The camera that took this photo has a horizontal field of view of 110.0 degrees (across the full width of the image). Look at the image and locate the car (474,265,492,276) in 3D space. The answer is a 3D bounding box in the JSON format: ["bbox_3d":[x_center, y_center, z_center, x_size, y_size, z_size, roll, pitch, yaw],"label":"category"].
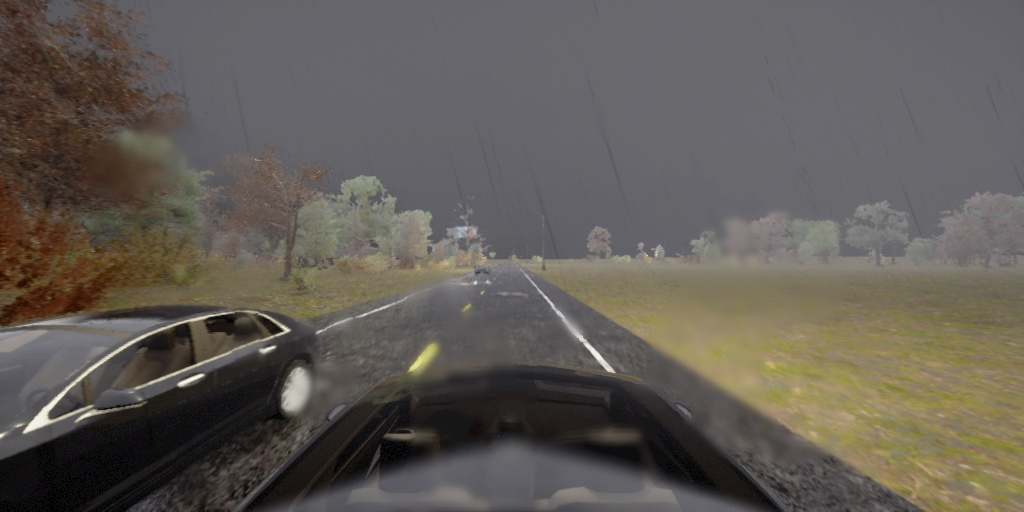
[{"bbox_3d":[-3.588,1.735,44.700,1.895,1.301,4.718,0,-1,0],"label":"car"}]

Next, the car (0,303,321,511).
[{"bbox_3d":[-3.600,1.267,3.108,1.837,1.490,4.892,0,-1,0],"label":"car"}]
